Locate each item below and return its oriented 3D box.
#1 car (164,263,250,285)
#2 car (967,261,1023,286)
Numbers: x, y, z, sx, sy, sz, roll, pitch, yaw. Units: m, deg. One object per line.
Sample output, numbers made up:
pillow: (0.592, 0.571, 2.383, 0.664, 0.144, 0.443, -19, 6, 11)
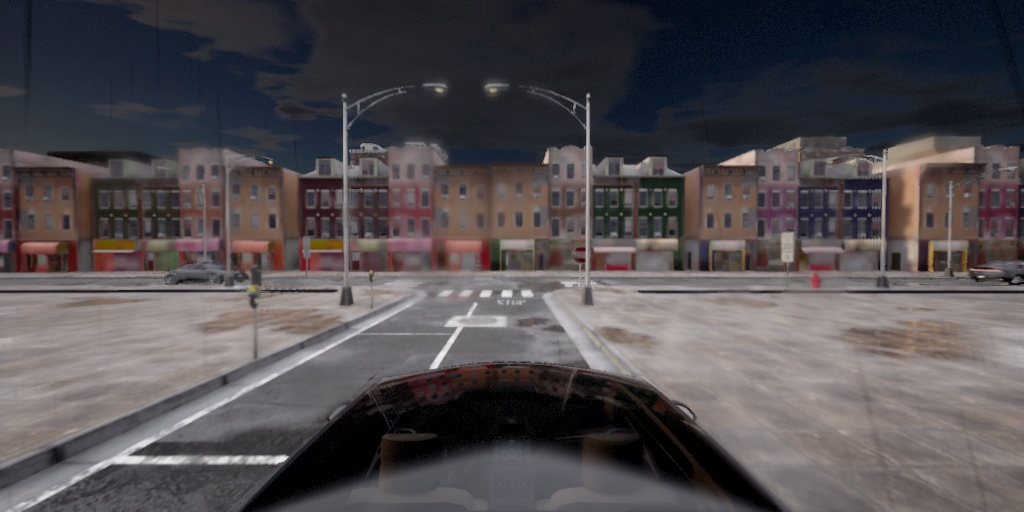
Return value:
car: (-18.867, 1.112, 22.281, 4.181, 1.385, 1.994, 0, 1, 0)
car: (31.401, 1.089, 22.140, 4.902, 1.511, 2.128, 0, 1, 0)
